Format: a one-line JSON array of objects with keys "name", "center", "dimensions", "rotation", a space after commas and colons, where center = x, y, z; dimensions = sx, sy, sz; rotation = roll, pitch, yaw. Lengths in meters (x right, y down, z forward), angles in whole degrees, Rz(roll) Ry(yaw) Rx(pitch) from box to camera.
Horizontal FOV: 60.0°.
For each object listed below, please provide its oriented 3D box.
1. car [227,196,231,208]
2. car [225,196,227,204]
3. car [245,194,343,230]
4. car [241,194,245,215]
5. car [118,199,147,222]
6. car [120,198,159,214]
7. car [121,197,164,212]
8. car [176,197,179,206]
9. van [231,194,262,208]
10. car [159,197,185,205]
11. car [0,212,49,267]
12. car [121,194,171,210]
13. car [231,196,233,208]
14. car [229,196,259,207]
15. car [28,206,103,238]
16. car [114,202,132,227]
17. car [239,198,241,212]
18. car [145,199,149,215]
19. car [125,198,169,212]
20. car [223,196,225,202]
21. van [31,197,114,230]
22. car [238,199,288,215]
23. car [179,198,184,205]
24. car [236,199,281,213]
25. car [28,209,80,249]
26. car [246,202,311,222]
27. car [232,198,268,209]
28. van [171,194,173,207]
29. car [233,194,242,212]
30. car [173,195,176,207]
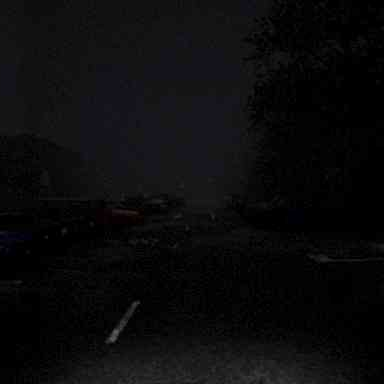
[{"name": "car", "center": [7.554, 1.543, 42.891], "dimensions": [5.366, 1.575, 1.946], "rotation": [0, 0, 3]}, {"name": "car", "center": [8.748, 1.671, 59.555], "dimensions": [4.674, 1.452, 2.002], "rotation": [0, 0, 4]}, {"name": "car", "center": [6.395, 1.228, 20.765], "dimensions": [5.566, 2.045, 2.435], "rotation": [0, 0, 3]}, {"name": "car", "center": [6.552, 1.231, 23.422], "dimensions": [5.566, 2.045, 2.435], "rotation": [0, 0, 3]}, {"name": "car", "center": [-6.303, 1.521, 23.962], "dimensions": [5.366, 1.575, 1.946], "rotation": [0, 0, 3]}, {"name": "car", "center": [-6.018, 1.573, 32.367], "dimensions": [4.792, 1.488, 2.163], "rotation": [0, 0, 3]}, {"name": "car", "center": [-5.828, 1.554, 35.159], "dimensions": [4.892, 1.521, 2.231], "rotation": [0, 0, 3]}, {"name": "car", "center": [-4.852, 1.498, 51.956], "dimensions": [4.553, 1.767, 2.185], "rotation": [0, 0, 3]}, {"name": "van", "center": [8.355, 1.354, 51.216], "dimensions": [4.442, 1.987, 1.878], "rotation": [0, 0, 3]}, {"name": "car", "center": [-3.973, 1.726, 65.939], "dimensions": [4.892, 1.521, 2.231], "rotation": [0, -1, 4]}, {"name": "car", "center": [-7.325, 1.511, 9.981], "dimensions": [5.008, 1.535, 2.097], "rotation": [0, 0, 3]}, {"name": "car", "center": [-5.629, 1.313, 37.960], "dimensions": [5.566, 2.045, 2.435], "rotation": [0, 0, 3]}, {"name": "car", "center": [7.568, 1.534, 40.099], "dimensions": [5.008, 1.535, 2.097], "rotation": [0, 0, 3]}, {"name": "car", "center": [8.376, 1.469, 54.000], "dimensions": [4.553, 1.767, 2.185], "rotation": [0, 0, 3]}, {"name": "car", "center": [-7.016, 1.546, 15.579], "dimensions": [4.792, 1.488, 2.163], "rotation": [0, 0, 3]}, {"name": "car", "center": [-6.625, 1.551, 21.173], "dimensions": [4.792, 1.488, 2.163], "rotation": [0, 0, 3]}, {"name": "car", "center": [6.907, 1.493, 28.979], "dimensions": [5.008, 1.535, 2.097], "rotation": [0, 0, 3]}, {"name": "car", "center": [-6.327, 1.529, 26.768], "dimensions": [5.008, 1.535, 2.097], "rotation": [0, 0, 3]}, {"name": "car", "center": [-5.495, 1.576, 40.760], "dimensions": [5.008, 1.535, 2.097], "rotation": [0, 0, 3]}, {"name": "car", "center": [8.921, 1.654, 62.337], "dimensions": [5.008, 1.535, 2.097], "rotation": [0, -1, 4]}, {"name": "van", "center": [-6.938, 1.294, 18.383], "dimensions": [4.442, 1.987, 1.878], "rotation": [0, 0, 3]}, {"name": "car", "center": [7.271, 1.540, 34.537], "dimensions": [4.792, 1.488, 2.163], "rotation": [0, 0, 3]}, {"name": "car", "center": [-4.623, 1.387, 54.749], "dimensions": [5.566, 2.045, 2.435], "rotation": [0, 0, 3]}, {"name": "car", "center": [7.379, 1.552, 37.320], "dimensions": [4.792, 1.488, 2.163], "rotation": [0, 0, 3]}, {"name": "car", "center": [-7.182, 1.543, 12.781], "dimensions": [4.792, 1.488, 2.163], "rotation": [0, 0, 3]}, {"name": "car", "center": [6.752, 1.527, 26.323], "dimensions": [4.674, 1.452, 2.002], "rotation": [0, 0, 3]}, {"name": "car", "center": [7.903, 1.597, 45.660], "dimensions": [4.674, 1.452, 2.002], "rotation": [0, 0, 3]}, {"name": "van", "center": [-5.208, 1.362, 43.552], "dimensions": [4.442, 1.987, 1.878], "rotation": [0, 0, 3]}, {"name": "car", "center": [7.049, 1.249, 31.763], "dimensions": [5.566, 2.045, 2.435], "rotation": [0, 0, 3]}, {"name": "car", "center": [-5.162, 1.601, 46.356], "dimensions": [4.892, 1.521, 2.231], "rotation": [0, 0, 3]}]
